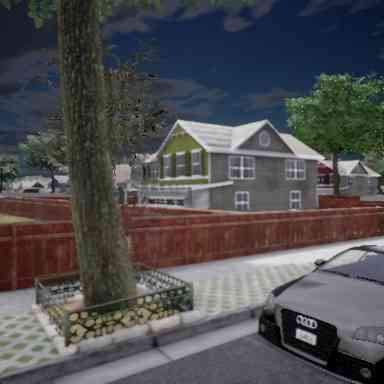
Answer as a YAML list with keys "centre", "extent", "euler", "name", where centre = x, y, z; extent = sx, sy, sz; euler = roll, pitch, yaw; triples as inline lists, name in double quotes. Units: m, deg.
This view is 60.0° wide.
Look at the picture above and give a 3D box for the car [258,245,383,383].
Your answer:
- centre: [3.014, 1.592, 5.222]
  extent: [4.181, 1.385, 1.994]
  euler: [0, 0, -35]
  name: "car"
